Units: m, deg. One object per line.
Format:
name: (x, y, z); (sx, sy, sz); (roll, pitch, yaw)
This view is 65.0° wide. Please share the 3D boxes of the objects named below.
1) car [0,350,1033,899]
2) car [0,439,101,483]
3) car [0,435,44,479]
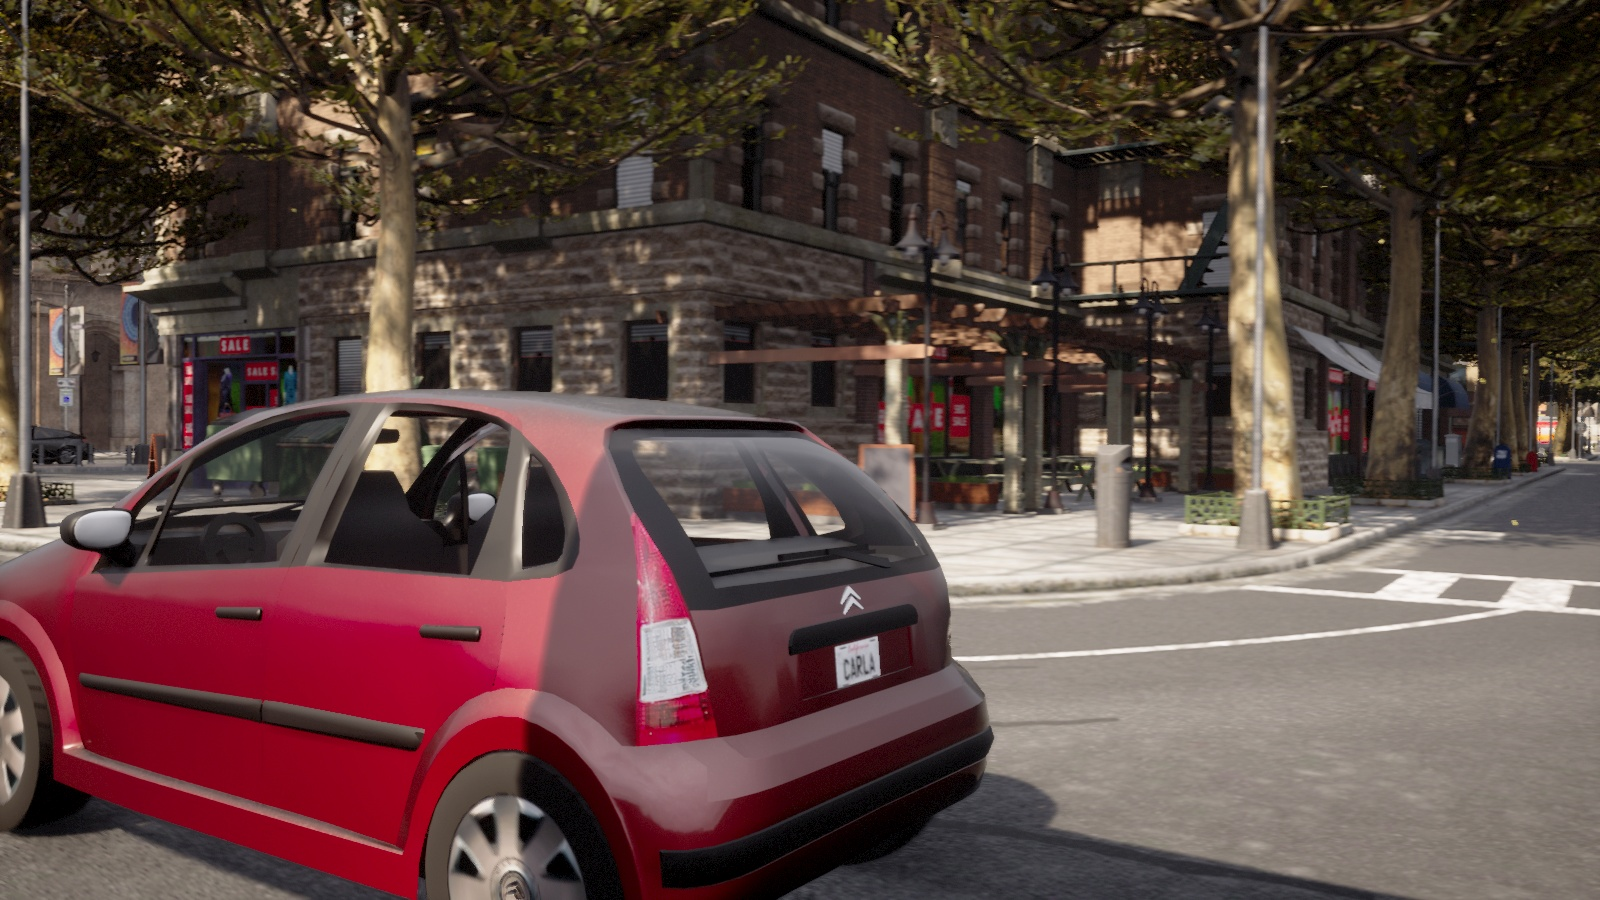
car: (-1.397, 0.580, 4.550); (3.988, 1.617, 1.851); (0, 1, 34)
car: (-27.796, 0.376, 44.496); (2.163, 1.488, 4.792); (0, 1, 35)
car: (-30.643, 0.271, 46.593); (1.851, 1.617, 3.988); (0, 1, 35)
